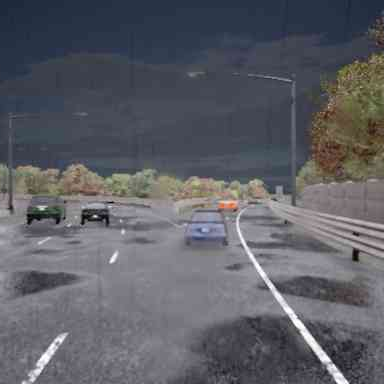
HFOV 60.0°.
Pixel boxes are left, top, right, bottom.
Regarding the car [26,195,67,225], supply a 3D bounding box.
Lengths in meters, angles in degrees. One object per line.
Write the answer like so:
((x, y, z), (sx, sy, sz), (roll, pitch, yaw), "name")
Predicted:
((-10.630, 1.221, 24.576), (2.150, 2.045, 5.566), (0, 0, -15), "car")

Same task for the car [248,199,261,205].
((13.621, 2.165, 74.227), (1.994, 1.385, 4.181), (0, -3, 16), "car")

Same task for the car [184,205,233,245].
((0.736, 1.534, 15.403), (2.033, 1.411, 5.357), (0, 0, 5), "car")

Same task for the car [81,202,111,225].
((-7.006, 1.467, 24.380), (1.882, 1.535, 5.008), (0, 0, -14), "car")

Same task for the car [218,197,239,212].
((4.318, 1.314, 38.893), (2.097, 1.767, 4.553), (0, 0, 12), "car")
